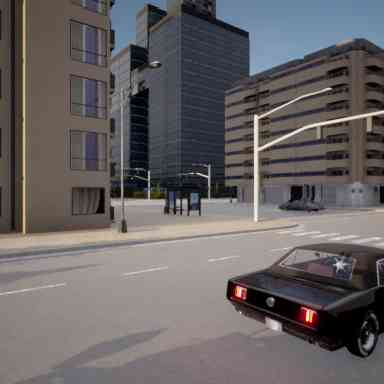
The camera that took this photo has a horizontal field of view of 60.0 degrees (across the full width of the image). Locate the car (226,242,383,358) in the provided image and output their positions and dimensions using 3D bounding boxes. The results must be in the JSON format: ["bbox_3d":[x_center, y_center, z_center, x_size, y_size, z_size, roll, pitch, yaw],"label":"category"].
[{"bbox_3d":[2.954,1.601,6.035,4.718,1.301,1.895,0,0,-36],"label":"car"}]

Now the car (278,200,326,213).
[{"bbox_3d":[12.710,1.603,38.660,2.033,1.411,5.357,0,0,-37],"label":"car"}]
